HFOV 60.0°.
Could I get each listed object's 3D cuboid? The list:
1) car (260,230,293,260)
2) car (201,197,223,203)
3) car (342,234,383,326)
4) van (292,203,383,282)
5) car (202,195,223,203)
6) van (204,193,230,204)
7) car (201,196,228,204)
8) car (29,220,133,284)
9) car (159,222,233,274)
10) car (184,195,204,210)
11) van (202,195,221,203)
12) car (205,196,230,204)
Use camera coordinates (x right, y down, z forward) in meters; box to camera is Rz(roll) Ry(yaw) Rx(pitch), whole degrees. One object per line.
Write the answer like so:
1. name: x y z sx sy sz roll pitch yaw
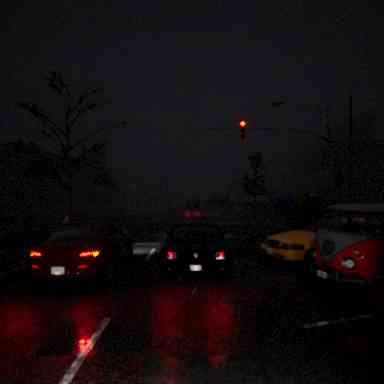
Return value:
1. car: 4.897 1.492 11.067 5.366 1.575 1.946 1 0 -20
2. car: 5.239 2.050 87.303 5.366 1.575 1.946 1 -2 -20
3. car: 5.095 1.523 5.182 4.792 1.488 2.163 1 0 -20
4. van: 4.963 1.268 8.109 4.442 1.987 1.878 1 0 -20
5. car: 5.098 1.780 81.291 4.553 1.767 2.185 1 -1 -20
6. van: 4.961 1.245 63.377 4.442 1.987 1.878 1 -1 -20
7. car: 4.894 1.682 72.281 5.366 1.575 1.946 1 -1 -20
8. car: -2.901 1.531 9.489 1.812 1.442 4.674 0 0 0
9. car: 0.100 1.607 10.502 1.895 1.301 4.718 0 0 0
10. car: 0.076 1.355 41.562 2.128 1.511 4.902 -1 1 0
11. van: 4.962 1.749 84.219 4.442 1.987 1.878 1 -1 -20
12. car: 5.062 1.585 66.394 4.674 1.452 2.002 1 -2 -20
